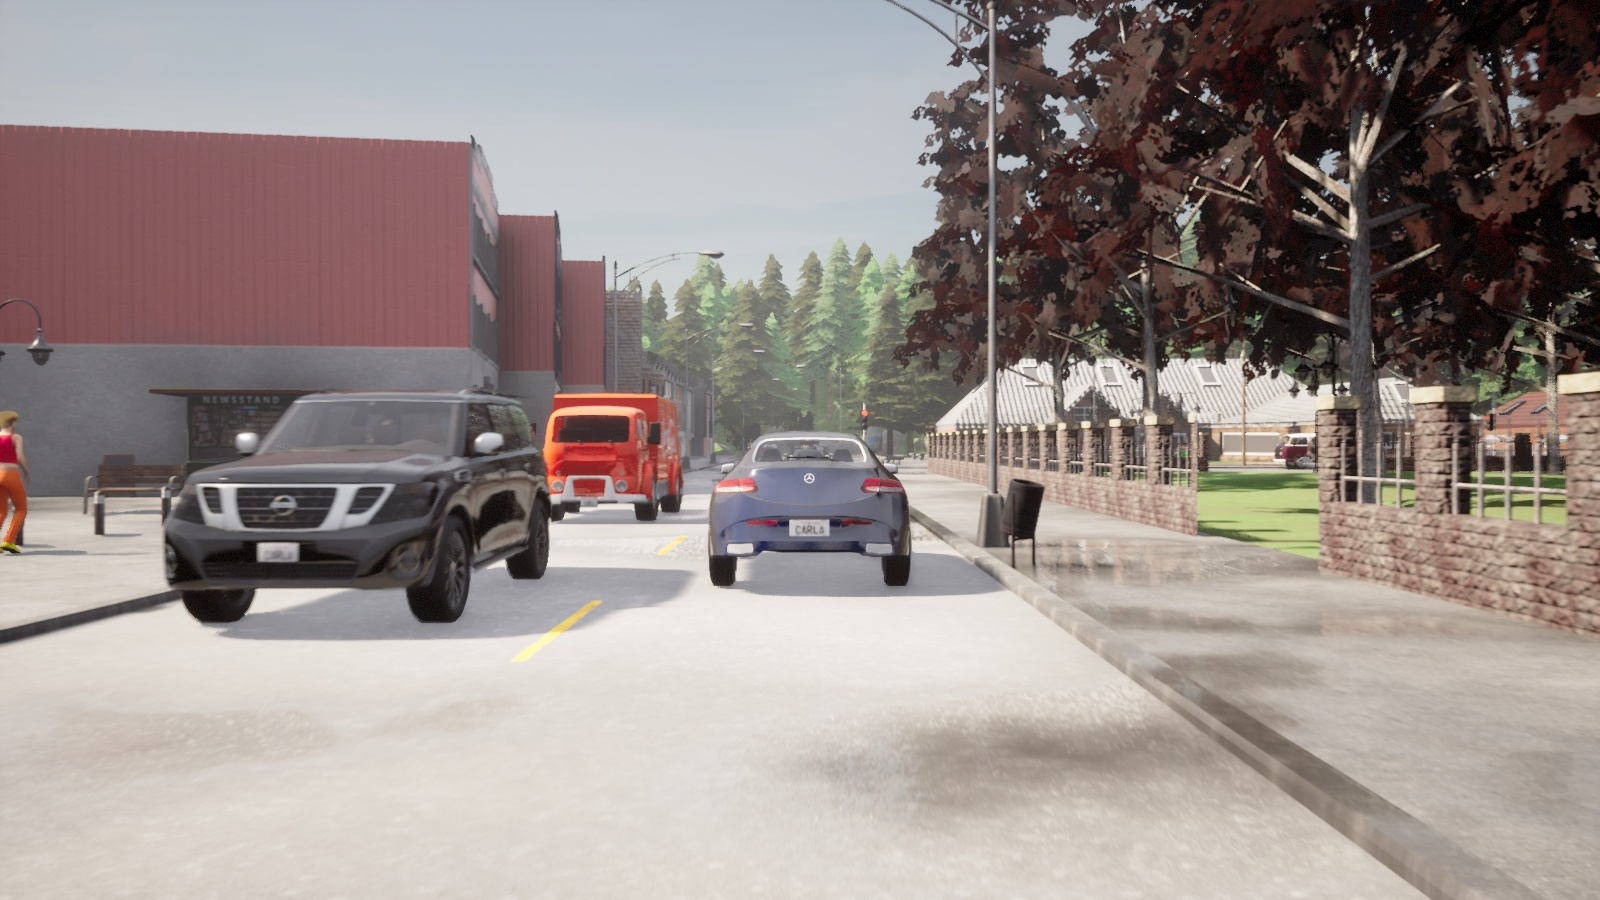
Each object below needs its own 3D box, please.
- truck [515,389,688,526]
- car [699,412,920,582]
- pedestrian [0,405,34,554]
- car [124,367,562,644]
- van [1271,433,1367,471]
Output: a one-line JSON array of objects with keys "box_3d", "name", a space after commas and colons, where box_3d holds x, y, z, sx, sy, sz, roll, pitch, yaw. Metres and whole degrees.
[{"box_3d": [-3.815, 0.114, 25.248, 2.627, 2.467, 5.204, 0, 0, 0], "name": "truck"}, {"box_3d": [0.110, 0.442, 14.751, 2.152, 1.651, 5.027, 0, 0, 0], "name": "car"}, {"box_3d": [-9.974, 0.359, 15.746, 0.345, 1.836, 0.594, 0, 0, 3], "name": "pedestrian"}, {"box_3d": [-3.908, 0.394, 12.078, 2.150, 2.045, 5.566, 0, 0, 0], "name": "car"}, {"box_3d": [28.645, 0.102, 69.399, 4.480, 2.038, 2.069, 0, 0, 4], "name": "van"}]
